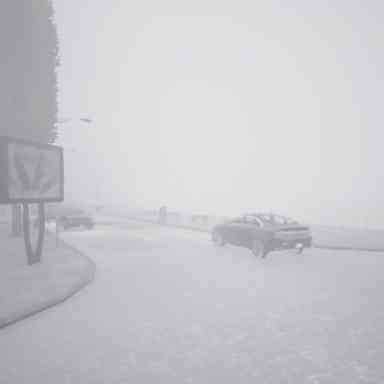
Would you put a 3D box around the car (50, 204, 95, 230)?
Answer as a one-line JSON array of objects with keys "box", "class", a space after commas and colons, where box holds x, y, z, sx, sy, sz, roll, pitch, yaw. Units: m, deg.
[{"box": [-8.440, 1.822, 23.696, 2.033, 1.411, 5.357, 0, -1, -31], "class": "car"}]

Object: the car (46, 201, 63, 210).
[{"box": [-24.114, 2.247, 58.337, 2.033, 1.411, 5.357, 0, -1, -31], "class": "car"}]

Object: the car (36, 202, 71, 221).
[{"box": [-13.424, 1.880, 32.107, 2.128, 1.511, 4.902, 0, -1, -31], "class": "car"}]

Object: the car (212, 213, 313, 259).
[{"box": [2.524, 1.583, 13.203, 2.128, 1.511, 4.902, 0, -1, -25], "class": "car"}]

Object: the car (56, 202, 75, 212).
[{"box": [-19.033, 2.185, 49.783, 1.895, 1.301, 4.718, 0, -1, -31], "class": "car"}]

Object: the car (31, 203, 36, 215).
[{"box": [-18.679, 2.013, 41.018, 1.837, 1.490, 4.892, 0, -1, -30], "class": "car"}]
